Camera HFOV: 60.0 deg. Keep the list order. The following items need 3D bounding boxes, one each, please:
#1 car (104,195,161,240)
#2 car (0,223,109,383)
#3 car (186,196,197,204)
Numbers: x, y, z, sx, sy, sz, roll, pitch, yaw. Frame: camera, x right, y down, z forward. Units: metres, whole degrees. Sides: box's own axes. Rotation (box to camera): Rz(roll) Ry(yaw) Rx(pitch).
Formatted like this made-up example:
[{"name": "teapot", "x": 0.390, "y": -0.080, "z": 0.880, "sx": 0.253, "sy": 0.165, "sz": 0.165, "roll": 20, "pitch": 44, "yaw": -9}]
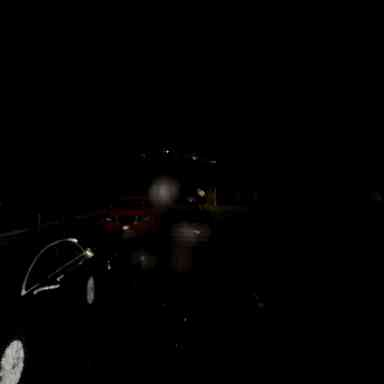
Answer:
[{"name": "car", "x": -2.878, "y": 1.211, "z": 17.254, "sx": 2.150, "sy": 2.045, "sz": 5.566, "roll": 0, "pitch": 0, "yaw": 0}, {"name": "car", "x": -2.858, "y": 1.504, "z": 5.088, "sx": 1.837, "sy": 1.490, "sz": 4.892, "roll": 0, "pitch": 0, "yaw": 0}, {"name": "car", "x": -0.141, "y": 1.488, "z": 62.294, "sx": 1.994, "sy": 1.385, "sz": 4.181, "roll": 0, "pitch": 0, "yaw": 0}]
